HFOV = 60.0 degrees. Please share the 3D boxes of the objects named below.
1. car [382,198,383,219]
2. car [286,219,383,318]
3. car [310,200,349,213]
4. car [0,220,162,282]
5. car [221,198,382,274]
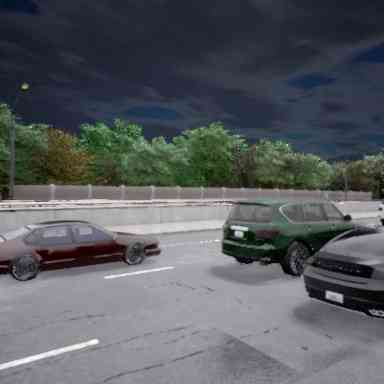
[{"bbox_3d":[15.141,1.317,23.139,5.566,2.045,2.150,1,0,-36],"label":"car"},{"bbox_3d":[4.348,1.503,6.969,4.892,1.490,1.837,0,0,-35],"label":"car"},{"bbox_3d":[17.536,1.799,42.272,5.357,1.411,2.033,1,-1,-35],"label":"car"},{"bbox_3d":[-3.589,1.545,9.784,5.357,1.411,2.033,0,0,-35],"label":"car"},{"bbox_3d":[3.448,1.223,10.502,5.566,2.045,2.150,0,0,-35],"label":"car"}]
